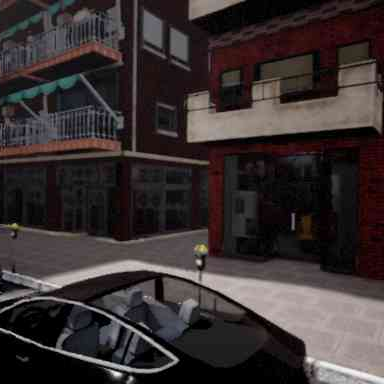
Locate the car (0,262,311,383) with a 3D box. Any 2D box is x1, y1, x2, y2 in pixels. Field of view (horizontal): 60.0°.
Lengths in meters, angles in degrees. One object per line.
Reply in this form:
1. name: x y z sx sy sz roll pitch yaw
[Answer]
1. car: -0.968 1.556 3.552 4.313 1.339 1.947 0 1 36
